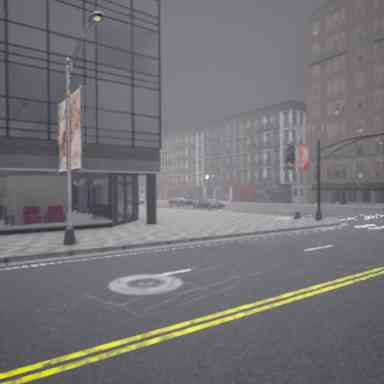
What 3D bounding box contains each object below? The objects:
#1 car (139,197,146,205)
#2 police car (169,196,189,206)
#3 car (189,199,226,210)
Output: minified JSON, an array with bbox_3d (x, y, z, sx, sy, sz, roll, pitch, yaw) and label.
[{"bbox_3d":[-10.391,1.633,61.843,1.882,1.535,5.008,-1,0,-38],"label":"car"},{"bbox_3d":[-1.876,1.498,56.050,1.930,1.638,5.238,-1,0,-37],"label":"police car"},{"bbox_3d":[2.255,1.608,44.679,2.033,1.411,5.357,-1,0,-35],"label":"car"}]
